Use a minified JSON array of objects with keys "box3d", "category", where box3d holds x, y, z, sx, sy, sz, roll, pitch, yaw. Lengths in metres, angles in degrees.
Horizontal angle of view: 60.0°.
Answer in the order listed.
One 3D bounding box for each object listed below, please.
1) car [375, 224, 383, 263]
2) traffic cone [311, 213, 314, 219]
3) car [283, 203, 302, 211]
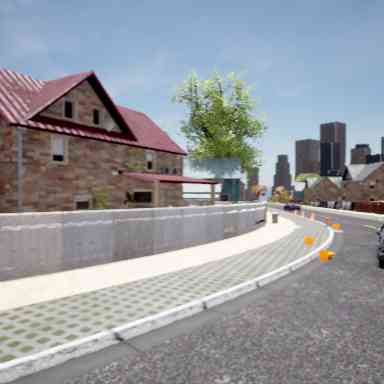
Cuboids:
[{"box3d":[7.750,1.646,11.940,2.033,1.411,5.357,0,0,29],"category":"car"},{"box3d":[11.928,2.393,32.903,0.340,0.580,0.340,0,-1,8],"category":"traffic cone"},{"box3d":[16.613,2.493,55.295,1.895,1.301,4.718,0,-1,0],"category":"car"}]
